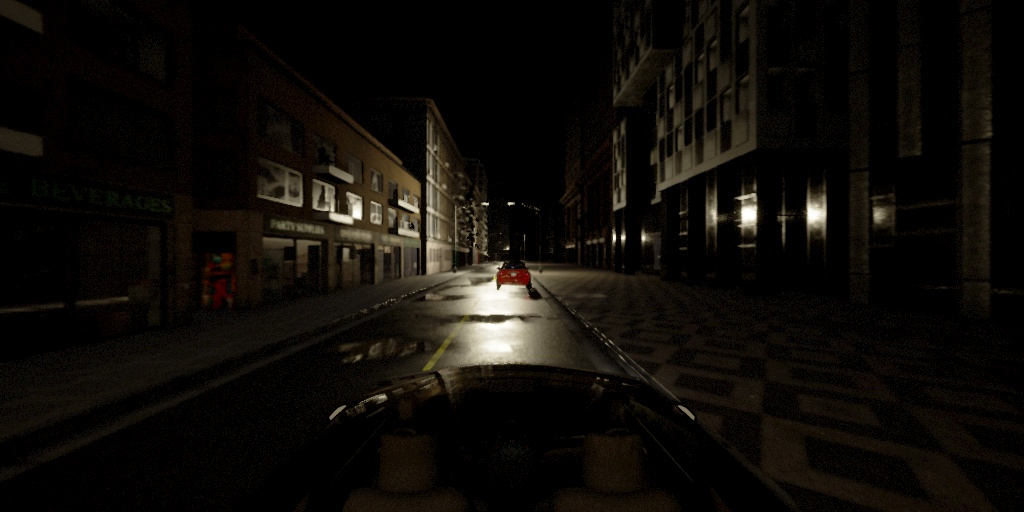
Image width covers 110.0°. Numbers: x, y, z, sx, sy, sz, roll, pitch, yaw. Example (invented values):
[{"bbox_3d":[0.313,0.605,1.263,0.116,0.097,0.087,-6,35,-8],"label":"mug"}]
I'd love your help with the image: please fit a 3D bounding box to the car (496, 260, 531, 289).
[{"bbox_3d":[0.096,1.122,23.502,2.097,1.767,4.553,0,0,0],"label":"car"}]
